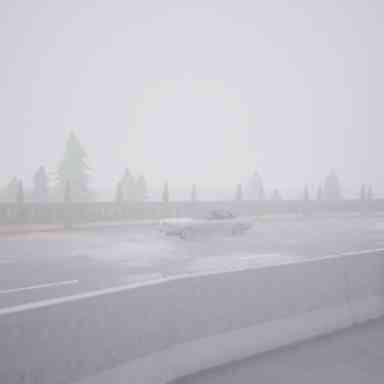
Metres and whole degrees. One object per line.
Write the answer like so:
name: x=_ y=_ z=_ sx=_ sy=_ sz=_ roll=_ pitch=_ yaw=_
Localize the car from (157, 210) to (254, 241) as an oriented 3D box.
car: x=0.687 y=1.555 z=16.537 sx=4.718 sy=1.301 sz=1.895 roll=0 pitch=0 yaw=-29
